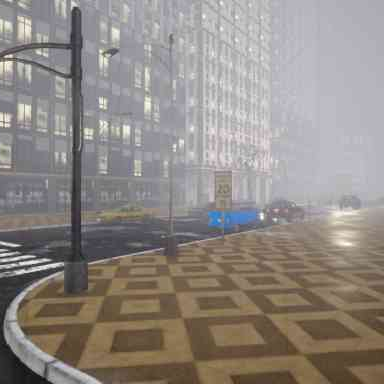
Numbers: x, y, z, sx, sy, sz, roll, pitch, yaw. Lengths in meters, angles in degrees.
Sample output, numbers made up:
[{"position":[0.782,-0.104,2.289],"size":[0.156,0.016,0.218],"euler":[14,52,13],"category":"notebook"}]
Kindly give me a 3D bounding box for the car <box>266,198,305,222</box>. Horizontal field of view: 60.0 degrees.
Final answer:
[{"position":[7.625,1.472,26.841],"size":[1.967,1.590,4.097],"euler":[0,0,38],"category":"car"}]

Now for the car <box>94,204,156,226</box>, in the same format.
[{"position":[-4.724,1.540,23.911],"size":[1.752,1.417,4.829],"euler":[0,0,38],"category":"car"}]

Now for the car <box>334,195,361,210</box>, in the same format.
[{"position":[21.179,1.368,44.493],"size":[2.192,1.841,5.009],"euler":[0,0,38],"category":"car"}]

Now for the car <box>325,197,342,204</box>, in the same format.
[{"position":[28.483,1.623,66.944],"size":[2.008,1.369,4.403],"euler":[0,0,38],"category":"car"}]

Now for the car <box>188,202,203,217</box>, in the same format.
[{"position":[1.375,1.603,31.641],"size":[1.802,1.307,4.206],"euler":[0,0,38],"category":"car"}]

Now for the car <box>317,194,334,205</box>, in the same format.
[{"position":[25.095,1.380,62.532],"size":[2.192,1.841,5.009],"euler":[0,0,38],"category":"car"}]

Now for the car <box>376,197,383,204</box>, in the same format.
[{"position":[38.121,1.657,66.556],"size":[1.947,1.339,4.313],"euler":[0,0,38],"category":"car"}]

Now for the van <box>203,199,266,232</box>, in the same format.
[{"position":[2.670,1.368,20.206],"size":[1.690,1.788,3.998],"euler":[0,0,38],"category":"van"}]
